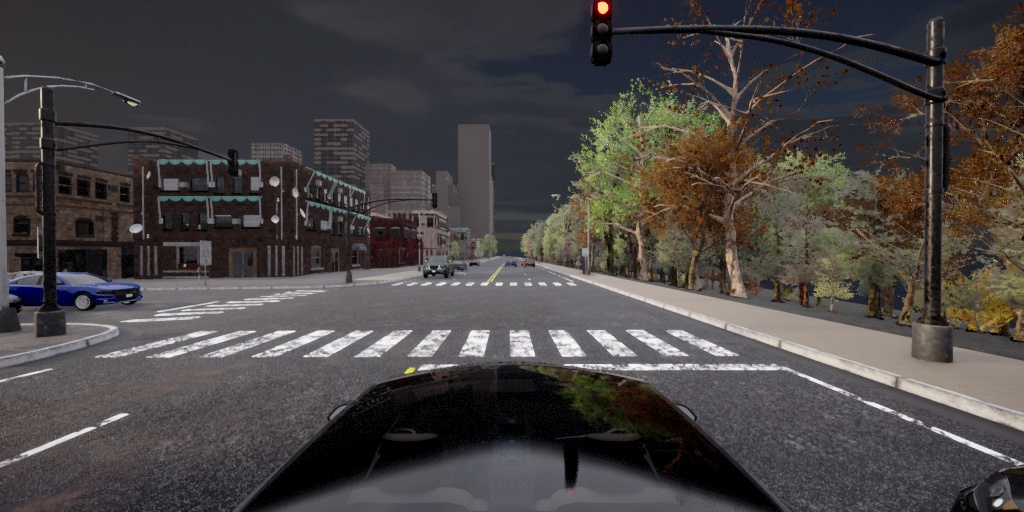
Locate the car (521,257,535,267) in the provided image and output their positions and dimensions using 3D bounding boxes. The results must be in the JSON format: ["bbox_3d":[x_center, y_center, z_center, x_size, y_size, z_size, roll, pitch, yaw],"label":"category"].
[{"bbox_3d":[3.041,1.231,63.203,1.837,1.490,4.892,0,0,0],"label":"car"}]

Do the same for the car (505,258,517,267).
[{"bbox_3d":[-0.214,1.078,63.986,2.097,1.767,4.553,0,0,0],"label":"car"}]

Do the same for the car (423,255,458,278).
[{"bbox_3d":[-6.759,0.961,33.663,2.150,2.045,5.566,0,0,0],"label":"car"}]

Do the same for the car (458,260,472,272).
[{"bbox_3d":[-6.821,1.282,45.956,2.033,1.411,5.357,0,0,0],"label":"car"}]

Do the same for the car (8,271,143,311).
[{"bbox_3d":[-18.753,1.435,15.196,5.008,1.535,1.882,-1,1,-1],"label":"car"}]

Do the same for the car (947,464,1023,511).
[{"bbox_3d":[3.364,1.314,0.164,1.994,1.385,4.181,0,0,-1],"label":"car"}]

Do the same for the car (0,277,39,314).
[{"bbox_3d":[-20.000,1.565,12.480,4.313,1.339,1.948,0,0,0],"label":"car"}]
